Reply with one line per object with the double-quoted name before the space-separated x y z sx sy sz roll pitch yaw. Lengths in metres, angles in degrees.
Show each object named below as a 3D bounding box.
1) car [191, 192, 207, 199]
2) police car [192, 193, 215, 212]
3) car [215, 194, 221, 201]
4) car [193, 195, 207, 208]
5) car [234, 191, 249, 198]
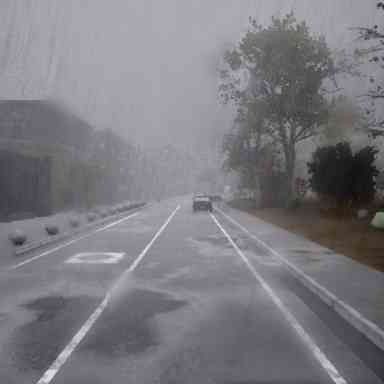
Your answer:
"car" 1.716 0.880 78.199 1.837 1.490 4.892 0 1 26
"police car" 1.050 1.218 34.979 1.930 1.638 5.238 0 0 0
"car" 4.595 1.098 69.380 1.895 1.301 4.718 0 1 23
"car" 1.080 1.229 44.825 1.837 1.490 4.892 0 0 1
"car" 12.163 0.553 82.192 1.837 1.490 4.892 0 1 40
